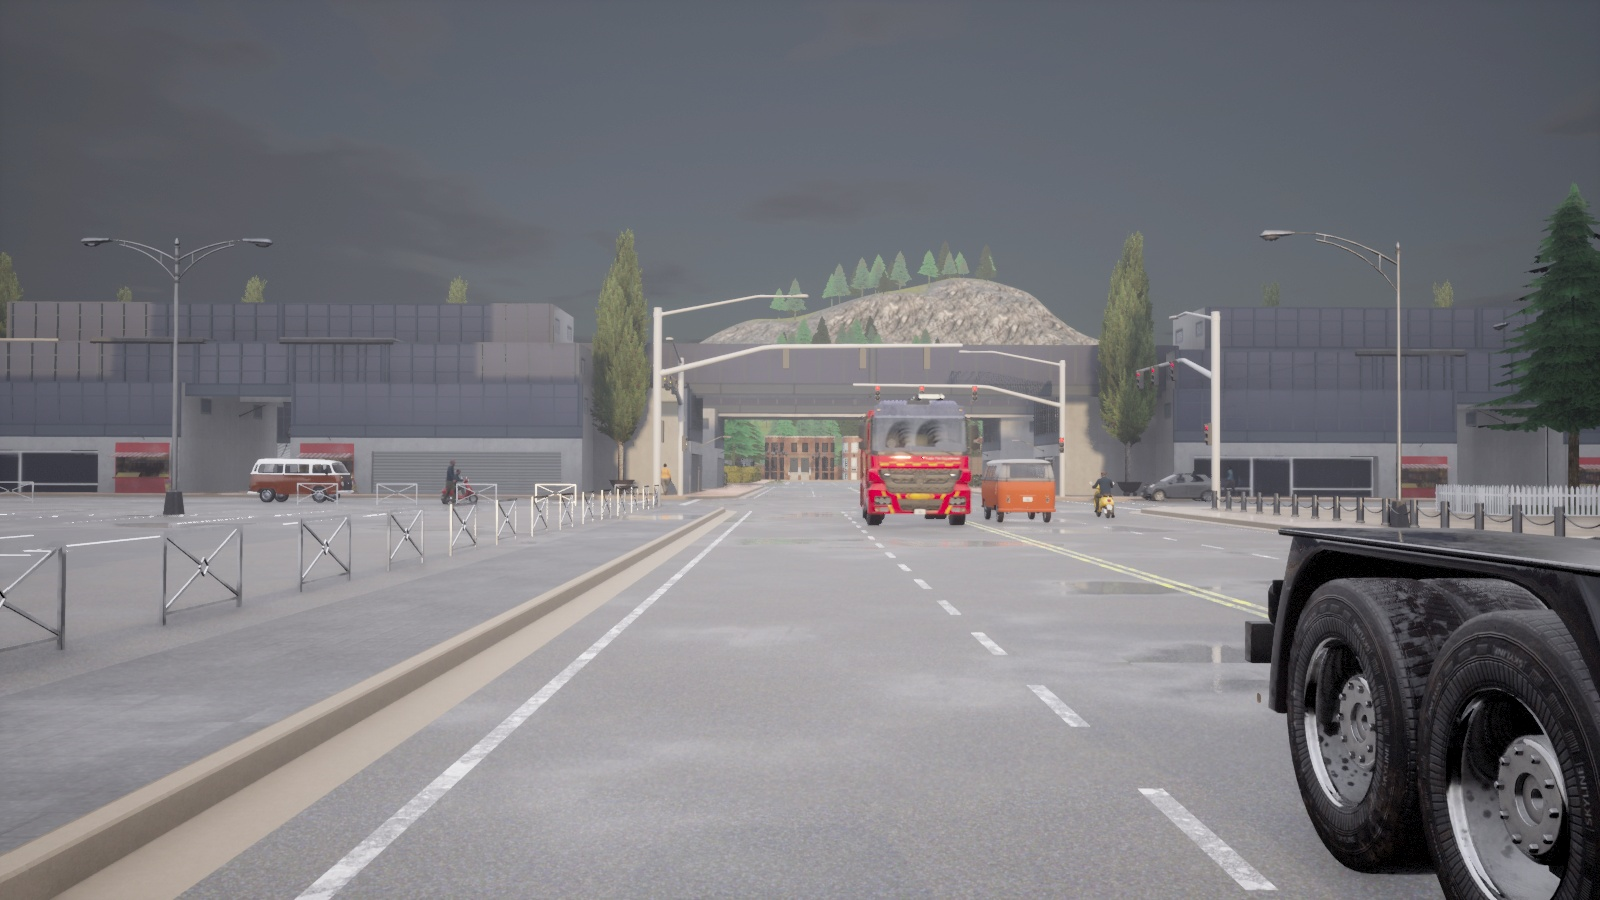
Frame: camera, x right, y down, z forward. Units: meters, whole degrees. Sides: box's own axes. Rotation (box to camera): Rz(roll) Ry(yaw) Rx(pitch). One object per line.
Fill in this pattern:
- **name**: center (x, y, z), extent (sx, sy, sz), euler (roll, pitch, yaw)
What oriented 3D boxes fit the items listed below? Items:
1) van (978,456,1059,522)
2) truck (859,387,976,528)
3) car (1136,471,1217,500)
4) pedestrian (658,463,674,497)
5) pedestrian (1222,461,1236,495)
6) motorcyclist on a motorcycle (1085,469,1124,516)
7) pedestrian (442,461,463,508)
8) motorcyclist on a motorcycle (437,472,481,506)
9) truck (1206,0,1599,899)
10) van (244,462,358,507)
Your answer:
- **van**: center (6.910, 1.211, 40.102), extent (1.775, 1.987, 4.442), euler (0, -1, 0)
- **truck**: center (3.379, 0.278, 38.326), extent (2.891, 3.827, 8.468), euler (0, -1, 1)
- **car**: center (19.588, 1.846, 65.405), extent (3.633, 1.501, 1.845), euler (0, -1, 0)
- **pedestrian**: center (-7.548, 1.684, 70.493), extent (0.874, 1.855, 0.900), euler (0, -1, -7)
- **pedestrian**: center (24.588, 1.580, 71.930), extent (0.692, 1.930, 0.396), euler (0, -1, 6)
- **motorcyclist on a motorcycle**: center (10.405, 1.447, 43.000), extent (0.866, 1.590, 1.817), euler (0, -1, 0)
- **pedestrian**: center (-13.827, 1.366, 50.012), extent (0.726, 1.842, 0.402), euler (0, -1, -1)
- **motorcyclist on a motorcycle**: center (-15.840, 1.808, 58.317), extent (1.817, 1.590, 0.866), euler (0, -1, 1)
- **truck**: center (3.496, -0.142, 2.332), extent (2.891, 3.462, 7.936), euler (0, -1, 0)
- **van**: center (-23.202, 1.611, 58.494), extent (4.480, 2.038, 2.069), euler (0, -1, 1)
